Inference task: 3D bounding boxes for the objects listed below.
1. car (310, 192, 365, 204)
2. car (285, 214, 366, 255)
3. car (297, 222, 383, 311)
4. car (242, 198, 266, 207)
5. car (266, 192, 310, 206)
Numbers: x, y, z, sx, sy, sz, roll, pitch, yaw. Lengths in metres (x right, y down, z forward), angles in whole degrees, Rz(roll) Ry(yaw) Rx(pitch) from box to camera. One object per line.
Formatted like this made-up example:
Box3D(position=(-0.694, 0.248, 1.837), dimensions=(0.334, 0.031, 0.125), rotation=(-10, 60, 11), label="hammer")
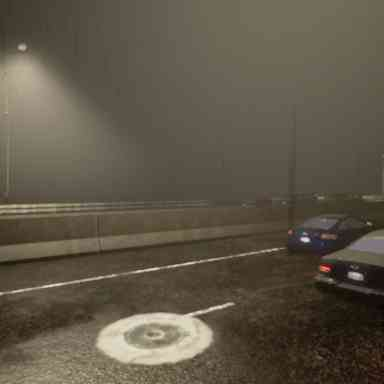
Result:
Box3D(position=(13.971, 1.014, 31.191), dimensions=(5.566, 2.045, 2.150), rotation=(0, 0, -35), label="car")
Box3D(position=(5.253, 1.486, 11.807), dimensions=(4.181, 1.385, 1.994), rotation=(0, 0, -36), label="car")
Box3D(position=(4.884, 1.491, 7.239), dimensions=(5.357, 1.411, 2.033), rotation=(-1, 0, -36), label="car")
Box3D(position=(7.381, 1.340, 35.082), dimensions=(4.674, 1.442, 1.812), rotation=(0, 0, -36), label="car")
Box3D(position=(10.241, 1.029, 32.825), dimensions=(5.566, 2.045, 2.150), rotation=(0, 0, -36), label="car")
